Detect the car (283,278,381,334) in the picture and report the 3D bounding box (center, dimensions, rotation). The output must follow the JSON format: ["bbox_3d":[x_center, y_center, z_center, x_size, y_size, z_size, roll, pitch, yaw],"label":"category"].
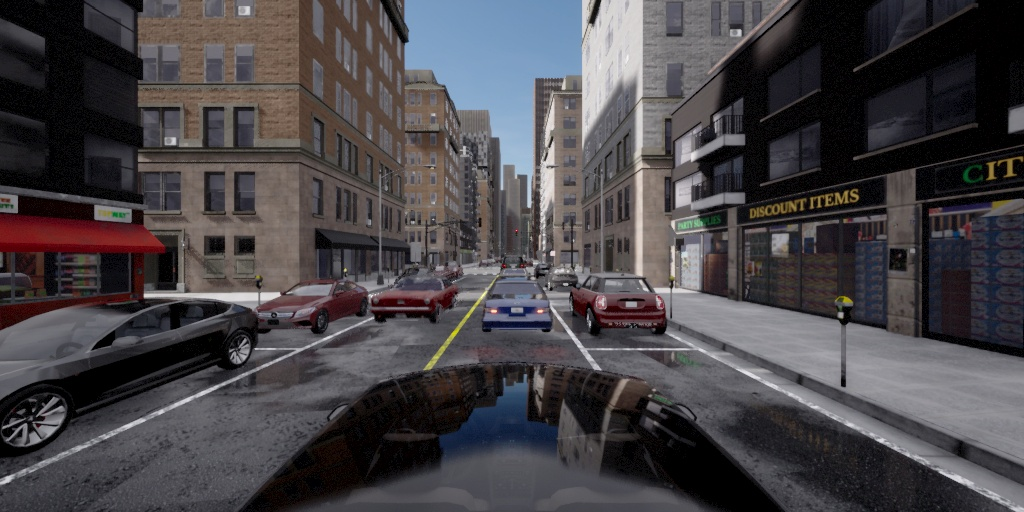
[{"bbox_3d":[-5.648,1.332,10.587,1.802,1.307,4.207,0,0,0],"label":"car"}]

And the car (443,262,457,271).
[{"bbox_3d":[-5.604,1.333,27.091,1.802,1.307,4.207,0,0,0],"label":"car"}]

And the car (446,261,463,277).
[{"bbox_3d":[-5.589,1.193,32.592,1.967,1.591,4.097,0,0,0],"label":"car"}]

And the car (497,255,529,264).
[{"bbox_3d":[0.086,0.974,31.317,2.150,2.045,5.566,0,0,0],"label":"car"}]

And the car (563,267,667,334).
[{"bbox_3d":[2.877,1.189,10.564,1.967,1.591,4.097,0,0,0],"label":"car"}]

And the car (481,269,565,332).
[{"bbox_3d":[0.123,1.297,10.780,2.033,1.411,5.357,0,0,0],"label":"car"}]

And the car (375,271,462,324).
[{"bbox_3d":[-3.075,1.350,12.161,1.895,1.301,4.718,0,0,0],"label":"car"}]

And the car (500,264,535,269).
[{"bbox_3d":[0.149,1.351,21.285,1.895,1.301,4.718,0,0,0],"label":"car"}]

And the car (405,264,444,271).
[{"bbox_3d":[-5.619,1.316,21.589,1.948,1.339,4.313,0,0,0],"label":"car"}]

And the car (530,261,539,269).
[{"bbox_3d":[2.936,1.318,32.569,1.948,1.339,4.313,0,0,0],"label":"car"}]

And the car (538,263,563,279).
[{"bbox_3d":[2.906,1.301,21.566,2.007,1.370,4.403,0,0,0],"label":"car"}]

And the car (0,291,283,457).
[{"bbox_3d":[-5.664,1.316,5.086,1.948,1.339,4.313,0,0,0],"label":"car"}]
